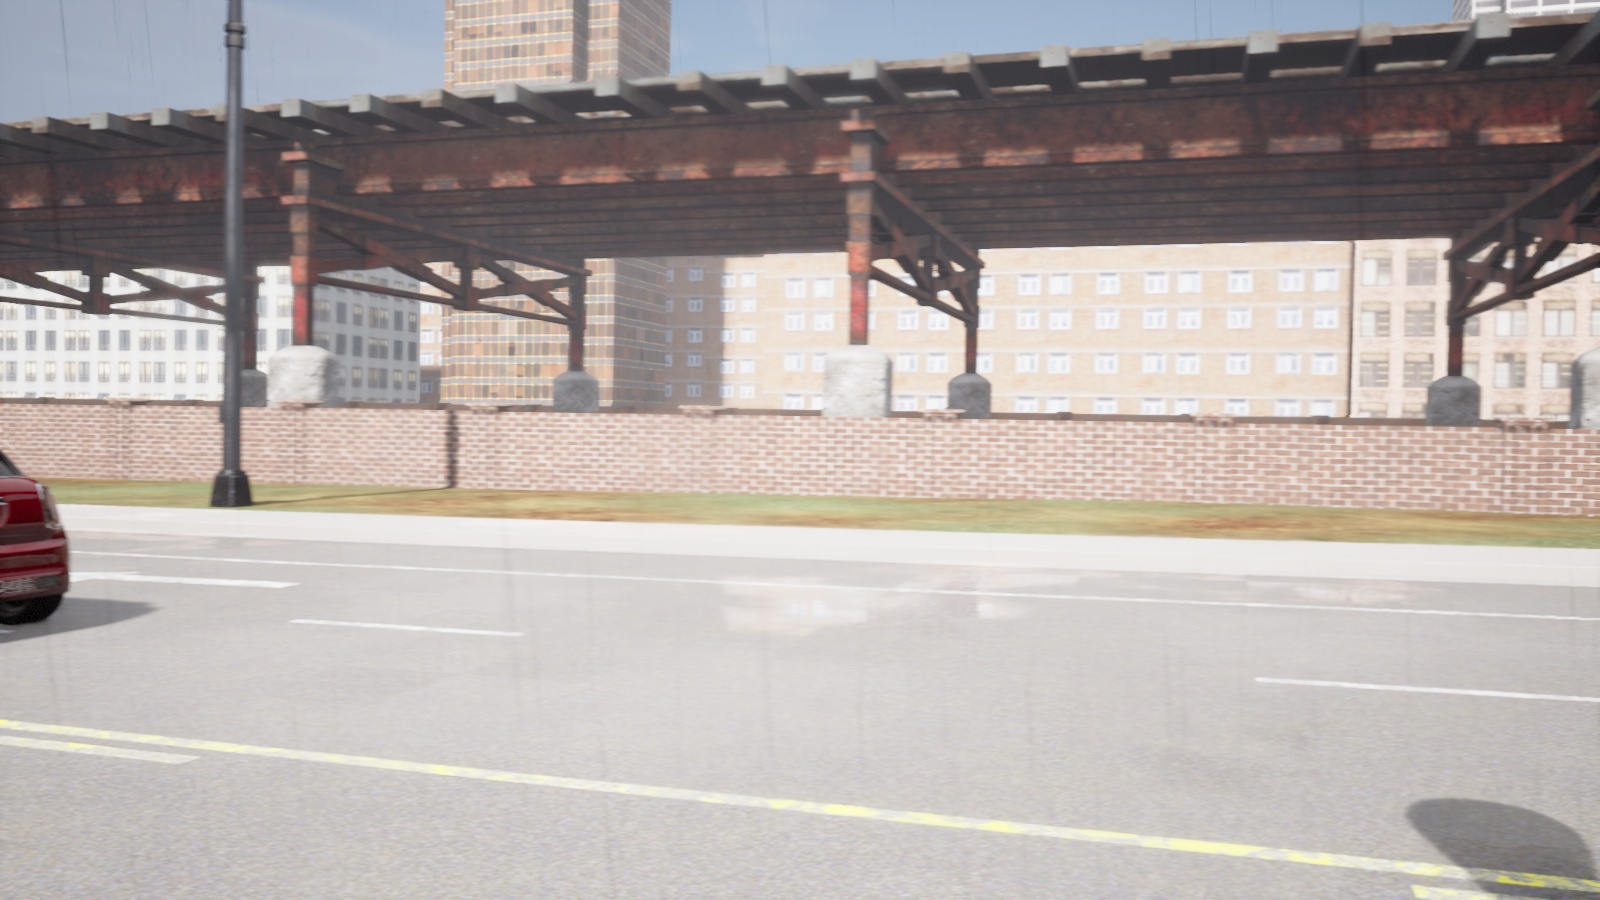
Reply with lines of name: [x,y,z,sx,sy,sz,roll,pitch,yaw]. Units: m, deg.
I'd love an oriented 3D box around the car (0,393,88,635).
car: [-8.092,0.433,9.605,4.553,1.767,2.097,1,1,19]
